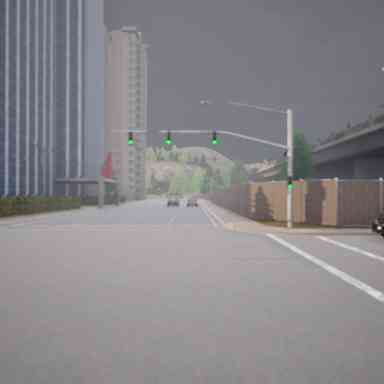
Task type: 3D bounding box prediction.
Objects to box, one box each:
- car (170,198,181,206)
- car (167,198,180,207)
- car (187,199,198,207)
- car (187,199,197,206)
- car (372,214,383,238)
[{"bbox_3d":[-3.505,2.054,69.648,2.033,1.411,5.357,0,0,0],"label":"car"},{"bbox_3d":[-3.408,1.915,59.431,1.882,1.535,5.008,0,0,0],"label":"car"},{"bbox_3d":[0.094,2.005,59.823,1.994,1.385,4.181,0,0,0],"label":"car"},{"bbox_3d":[-0.006,2.111,69.785,1.895,1.301,4.718,0,0,0],"label":"car"},{"bbox_3d":[11.844,1.395,16.146,5.566,2.045,2.150,0,0,0],"label":"car"}]
